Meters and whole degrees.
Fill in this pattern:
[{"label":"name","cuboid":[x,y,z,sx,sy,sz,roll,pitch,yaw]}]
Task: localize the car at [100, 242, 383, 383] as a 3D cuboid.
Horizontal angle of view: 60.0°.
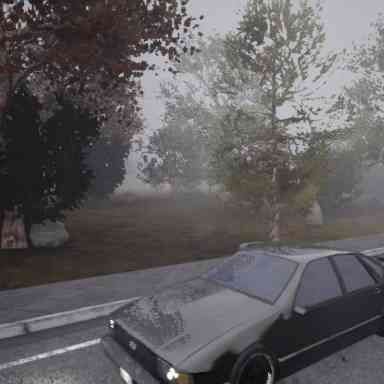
[{"label":"car","cuboid":[1.477,1.539,5.031,5.357,1.411,2.033,0,0,-35]}]
